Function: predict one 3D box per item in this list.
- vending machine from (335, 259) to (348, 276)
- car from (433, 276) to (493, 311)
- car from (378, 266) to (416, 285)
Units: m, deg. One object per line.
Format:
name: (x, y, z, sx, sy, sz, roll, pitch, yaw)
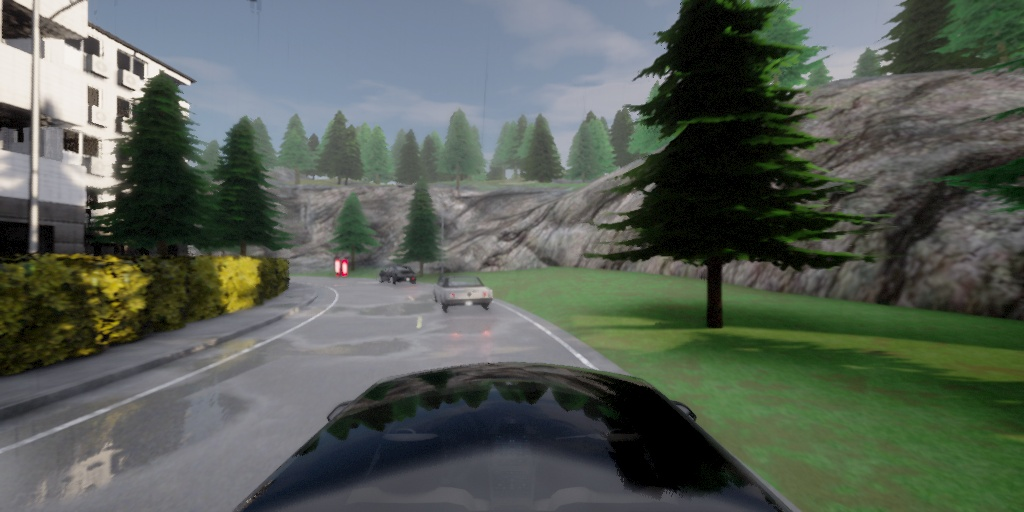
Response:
vending machine: (-20.221, 1.378, 42.529, 0.880, 2.100, 1.100, 0, 0, 25)
car: (-2.274, 1.492, 15.404, 1.895, 1.301, 4.718, 0, -1, -18)
car: (-9.449, 1.546, 29.369, 1.837, 1.490, 4.892, 1, 0, -38)
